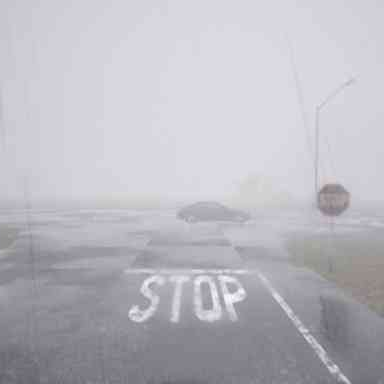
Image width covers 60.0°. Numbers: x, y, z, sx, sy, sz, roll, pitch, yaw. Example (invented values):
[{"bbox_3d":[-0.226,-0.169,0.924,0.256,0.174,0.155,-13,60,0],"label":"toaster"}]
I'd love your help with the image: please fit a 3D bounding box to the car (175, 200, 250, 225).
[{"bbox_3d":[1.286,1.251,20.864,4.674,1.442,1.812,0,1,0],"label":"car"}]
